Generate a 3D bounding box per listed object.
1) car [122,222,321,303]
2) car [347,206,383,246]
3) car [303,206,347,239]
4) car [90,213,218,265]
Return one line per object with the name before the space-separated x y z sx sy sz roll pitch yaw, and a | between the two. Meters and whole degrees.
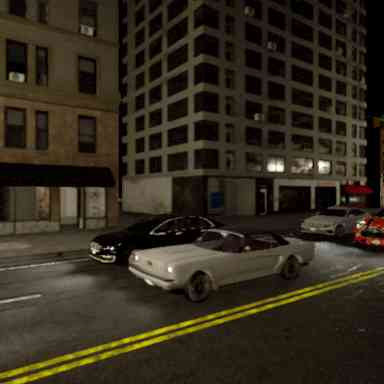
car | 0.905 1.581 8.297 4.718 1.301 1.895 0 0 -35
car | 8.786 1.295 13.835 4.553 1.767 2.097 0 0 -35
car | 7.563 1.466 16.941 4.674 1.442 1.812 0 0 -36
car | -0.854 1.485 11.034 4.892 1.490 1.837 0 0 -35
